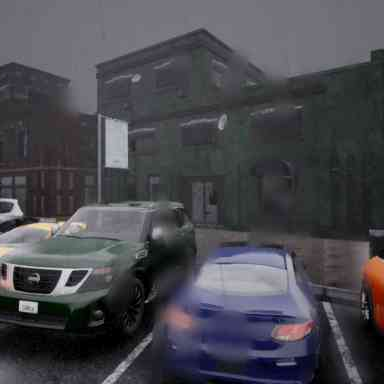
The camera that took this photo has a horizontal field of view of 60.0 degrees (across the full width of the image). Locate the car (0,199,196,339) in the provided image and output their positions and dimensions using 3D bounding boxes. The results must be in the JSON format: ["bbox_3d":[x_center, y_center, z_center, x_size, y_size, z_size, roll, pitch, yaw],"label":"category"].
[{"bbox_3d":[-1.457,1.236,7.118,2.435,2.045,5.566,1,-1,15],"label":"car"}]

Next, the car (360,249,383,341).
[{"bbox_3d":[3.439,1.360,3.695,2.185,1.767,4.553,1,-1,15],"label":"car"}]

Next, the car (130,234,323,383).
[{"bbox_3d":[0.975,1.526,5.399,2.002,1.452,4.674,0,-1,15],"label":"car"}]
